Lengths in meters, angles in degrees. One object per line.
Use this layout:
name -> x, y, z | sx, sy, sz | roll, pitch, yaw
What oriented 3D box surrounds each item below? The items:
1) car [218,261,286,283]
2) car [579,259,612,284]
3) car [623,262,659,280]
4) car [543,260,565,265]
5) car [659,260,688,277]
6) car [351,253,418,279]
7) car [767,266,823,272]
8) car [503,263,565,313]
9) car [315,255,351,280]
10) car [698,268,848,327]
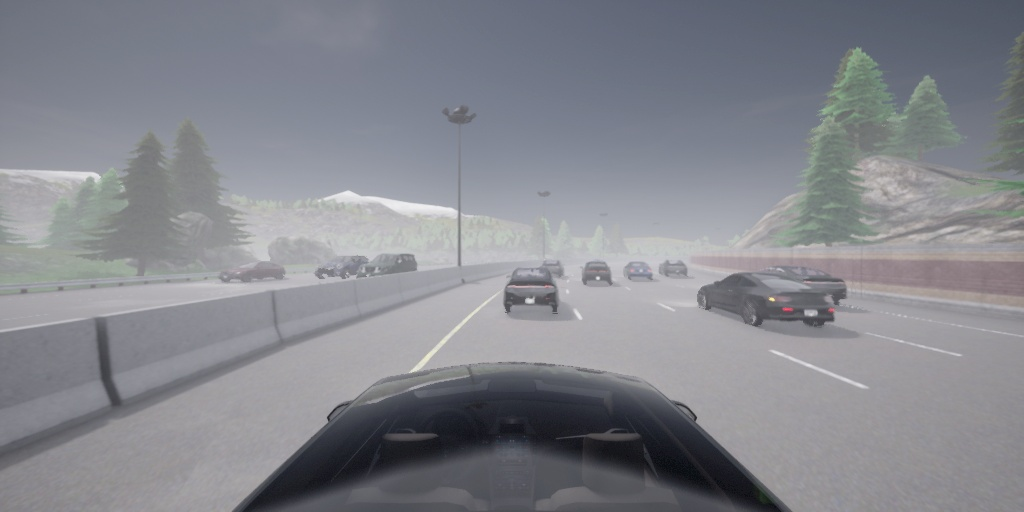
car -> -18.958, 1.128, 26.465 | 1.812, 1.442, 4.674 | 0, 0, 9
car -> 5.865, 1.130, 25.107 | 1.837, 1.490, 4.892 | 0, 0, 10
car -> 10.215, 1.152, 29.296 | 2.033, 1.411, 5.357 | 0, 0, 12
car -> 3.569, 1.080, 31.427 | 2.128, 1.511, 4.902 | 0, 0, 12
car -> 14.682, 1.080, 32.842 | 2.128, 1.511, 4.902 | 0, 0, 14
car -> -8.527, 0.832, 25.211 | 2.150, 2.045, 5.566 | 0, 0, 9
car -> 11.478, 1.175, 15.140 | 2.128, 1.511, 4.902 | 0, 0, 6
car -> 0.783, 1.176, 13.640 | 2.128, 1.511, 4.902 | 0, 0, 5
car -> -11.967, 0.682, 25.864 | 2.097, 1.767, 4.553 | 0, 0, 9
car -> 7.587, 1.228, 11.191 | 1.812, 1.442, 4.674 | 0, 0, 4
